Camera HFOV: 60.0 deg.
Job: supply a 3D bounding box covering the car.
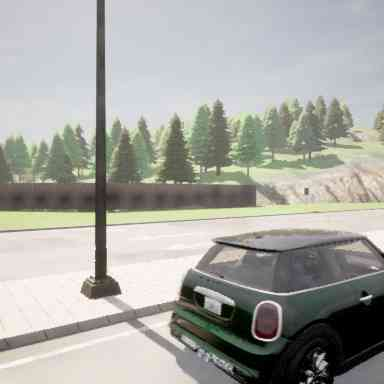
[{"bbox_3d":[1.972,1.353,5.159,4.553,1.767,2.097,0,0,-35],"label":"car"}]
